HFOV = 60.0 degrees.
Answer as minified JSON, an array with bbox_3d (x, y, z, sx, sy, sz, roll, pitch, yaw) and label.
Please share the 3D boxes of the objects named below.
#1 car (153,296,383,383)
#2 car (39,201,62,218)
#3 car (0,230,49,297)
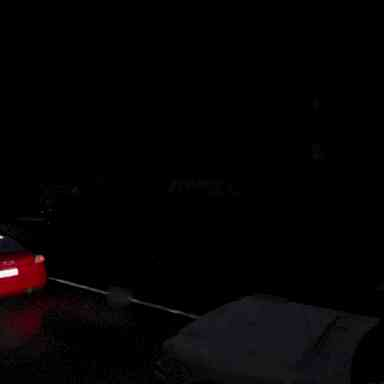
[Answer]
[{"bbox_3d":[1.966,1.601,2.583,4.718,1.301,1.895,0,0,36],"label":"car"},{"bbox_3d":[-11.395,1.466,30.320,1.837,1.490,4.892,0,0,35],"label":"car"},{"bbox_3d":[-5.206,1.564,7.754,4.181,1.385,1.994,0,0,37],"label":"car"}]
